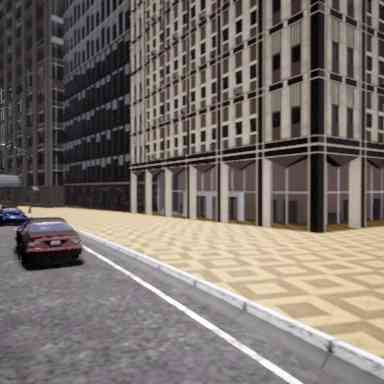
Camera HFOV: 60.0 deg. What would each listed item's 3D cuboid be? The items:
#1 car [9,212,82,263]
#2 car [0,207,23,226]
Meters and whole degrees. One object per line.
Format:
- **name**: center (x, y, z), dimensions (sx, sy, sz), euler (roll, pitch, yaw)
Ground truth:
- **car**: center (-5.585, 1.669, 12.655), dimensions (2.033, 1.411, 5.357), euler (0, 0, -31)
- **car**: center (-14.399, 1.846, 26.304), dimensions (1.994, 1.385, 4.181), euler (-1, 0, -34)
